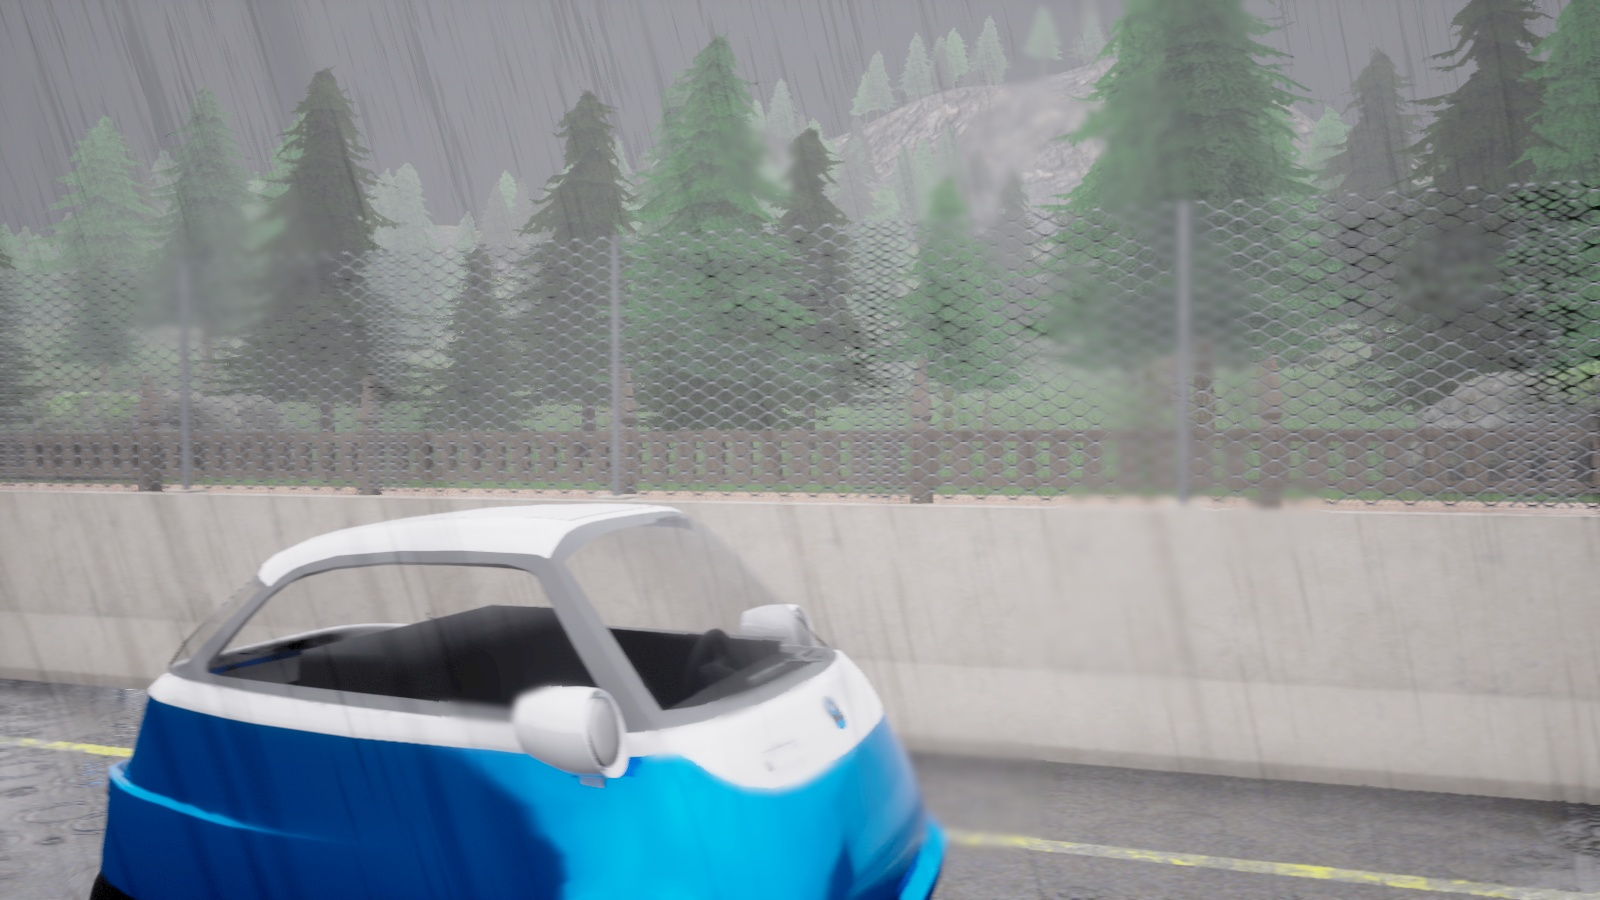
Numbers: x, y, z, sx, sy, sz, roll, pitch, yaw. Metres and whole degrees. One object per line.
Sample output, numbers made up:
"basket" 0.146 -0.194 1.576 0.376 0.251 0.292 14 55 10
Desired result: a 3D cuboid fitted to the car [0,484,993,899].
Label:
"car" -0.703 0.824 3.430 2.207 1.376 1.481 0 1 19
